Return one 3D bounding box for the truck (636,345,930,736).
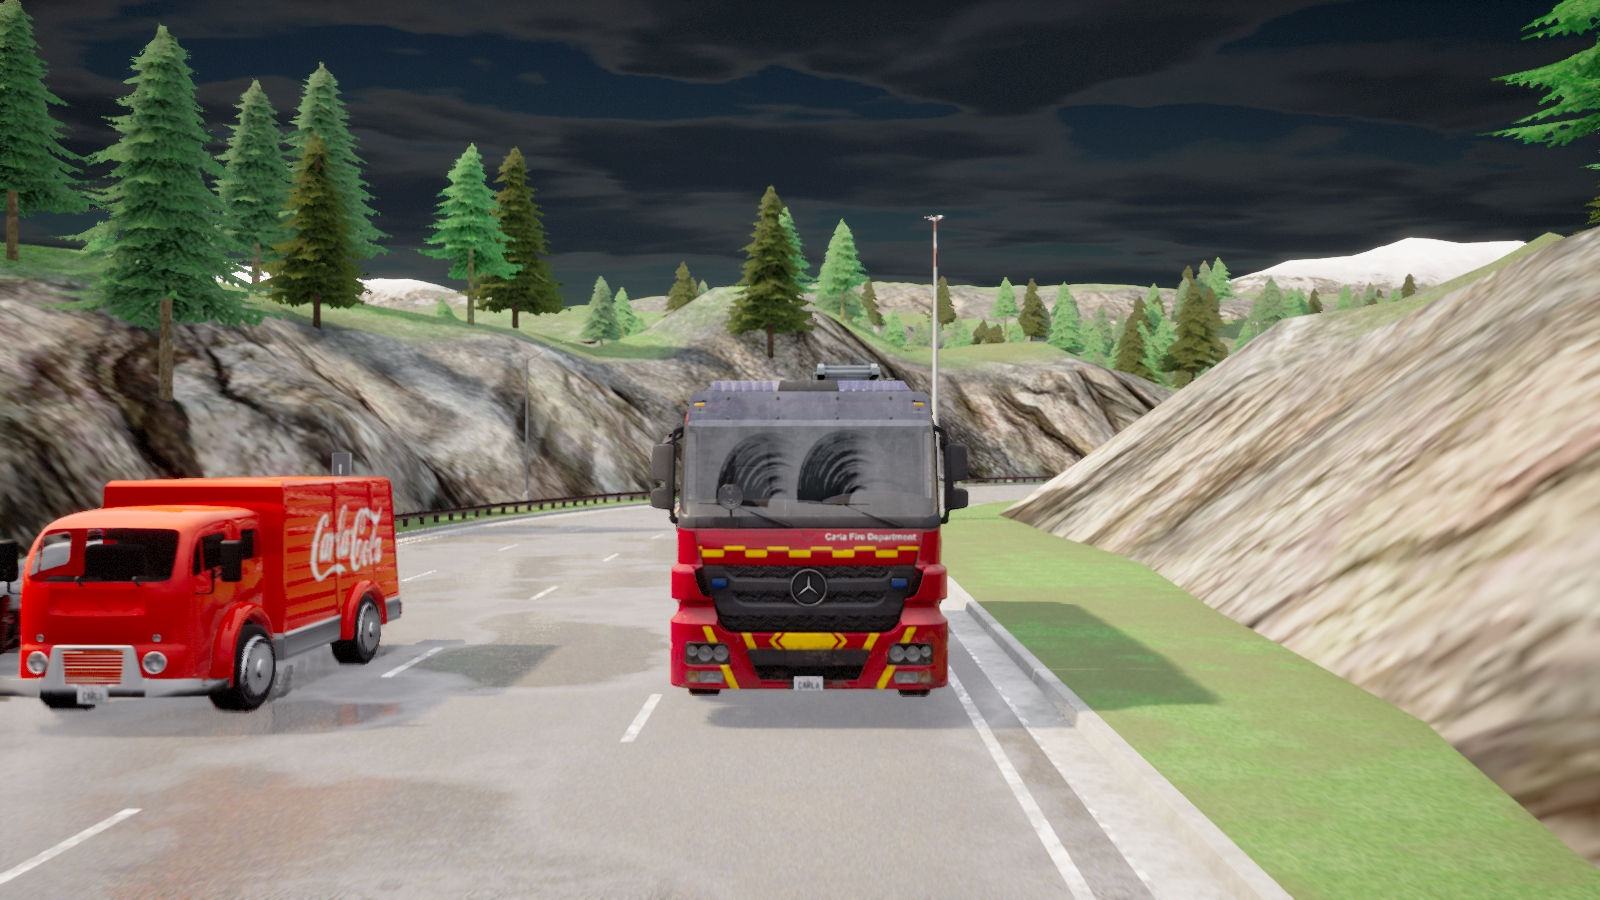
[{"bbox_3d":[-0.106,0.890,15.438,2.891,3.827,8.468,0,0,1],"label":"truck"}]

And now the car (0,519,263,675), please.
[{"bbox_3d":[-10.218,1.982,16.825,2.097,1.638,5.238,0,0,1],"label":"car"}]

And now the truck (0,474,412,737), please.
[{"bbox_3d":[-6.882,1.570,13.746,2.627,2.467,5.204,0,0,1],"label":"truck"}]
